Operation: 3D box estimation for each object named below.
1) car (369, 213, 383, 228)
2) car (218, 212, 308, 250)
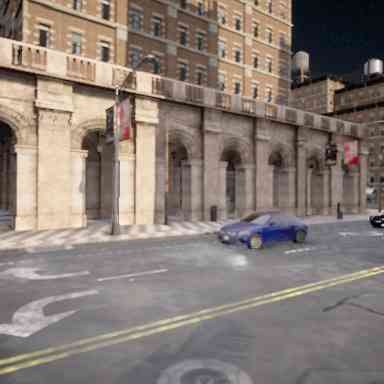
[{"bbox_3d":[13.938,1.809,22.404,4.718,1.301,1.895,1,0,-35],"label":"car"},{"bbox_3d":[3.295,1.622,14.866,4.674,1.442,1.812,1,0,-35],"label":"car"}]
